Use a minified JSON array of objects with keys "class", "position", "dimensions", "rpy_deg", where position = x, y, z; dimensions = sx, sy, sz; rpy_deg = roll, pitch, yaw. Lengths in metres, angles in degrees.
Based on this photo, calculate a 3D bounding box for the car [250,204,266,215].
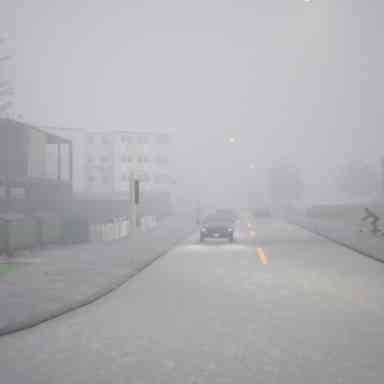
[{"class":"car","position":[10.474,2.758,52.941],"dimensions":[2.128,1.511,4.902],"rpy_deg":[-1,-2,8]}]

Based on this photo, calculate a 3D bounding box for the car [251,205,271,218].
[{"class":"car","position":[9.091,2.584,42.974],"dimensions":[1.994,1.385,4.181],"rpy_deg":[-1,-2,9]}]

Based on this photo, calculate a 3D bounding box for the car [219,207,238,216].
[{"class":"car","position":[2.868,2.233,28.797],"dimensions":[2.128,1.511,4.902],"rpy_deg":[-1,-2,8]}]

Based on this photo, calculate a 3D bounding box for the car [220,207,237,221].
[{"class":"car","position":[4.318,2.512,38.745],"dimensions":[1.812,1.442,4.674],"rpy_deg":[-1,-2,8]}]

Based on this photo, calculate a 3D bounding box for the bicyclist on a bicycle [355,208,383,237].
[{"class":"bicyclist on a bicycle","position":[9.855,1.691,18.425],"dimensions":[1.656,1.620,0.582],"rpy_deg":[-1,-2,8]}]

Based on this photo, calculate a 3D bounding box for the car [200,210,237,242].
[{"class":"car","position":[1.584,2.044,19.735],"dimensions":[1.812,1.442,4.674],"rpy_deg":[-1,-2,8]}]
